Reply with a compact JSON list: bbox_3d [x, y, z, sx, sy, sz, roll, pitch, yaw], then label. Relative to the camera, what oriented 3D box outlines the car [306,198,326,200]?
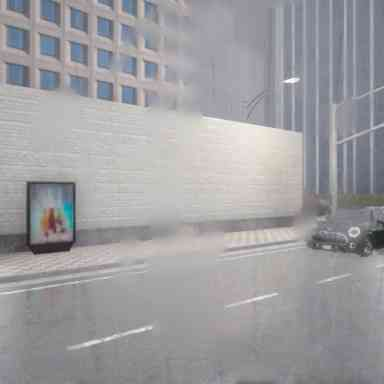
[{"bbox_3d":[12.347,1.408,32.232,2.097,1.767,4.553,0,0,-36],"label":"car"}]

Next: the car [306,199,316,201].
[{"bbox_3d":[9.672,1.619,29.955,1.994,1.385,4.181,0,0,-36],"label":"car"}]

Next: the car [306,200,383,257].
[{"bbox_3d":[6.521,1.352,13.031,4.553,1.767,2.097,0,0,-37],"label":"car"}]
